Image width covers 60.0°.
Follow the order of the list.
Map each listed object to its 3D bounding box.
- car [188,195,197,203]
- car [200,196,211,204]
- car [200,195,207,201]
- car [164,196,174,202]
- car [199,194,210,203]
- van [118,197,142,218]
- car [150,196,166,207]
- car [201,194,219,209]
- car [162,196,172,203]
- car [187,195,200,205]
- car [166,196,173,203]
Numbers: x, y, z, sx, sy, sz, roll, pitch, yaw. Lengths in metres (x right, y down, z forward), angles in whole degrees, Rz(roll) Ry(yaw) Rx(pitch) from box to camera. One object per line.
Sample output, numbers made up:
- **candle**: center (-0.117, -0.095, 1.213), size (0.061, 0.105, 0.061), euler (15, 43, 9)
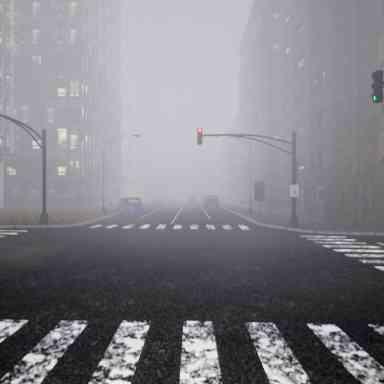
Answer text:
- **car**: center (0.097, 1.453, 70.122), size (1.837, 1.490, 4.892), euler (0, 0, 0)
- **car**: center (2.784, 1.653, 69.474), size (2.008, 1.369, 4.403), euler (0, 0, 0)
- **car**: center (3.123, 1.648, 90.189), size (1.837, 1.490, 4.892), euler (0, 0, 0)
- **car**: center (-5.582, 1.674, 80.587), size (2.008, 1.369, 4.403), euler (0, 0, 0)
- **car**: center (2.790, 1.427, 75.025), size (2.192, 1.841, 5.009), euler (0, 0, 0)
- **van**: center (-5.649, 1.379, 30.628), size (1.690, 1.788, 3.998), euler (0, 0, 0)
- **car**: center (-5.619, 1.598, 52.662), size (1.752, 1.417, 4.829), euler (0, 0, 0)
- **car**: center (2.754, 1.379, 47.271), size (2.192, 1.841, 5.009), euler (0, 0, 0)
- **car**: center (-5.590, 1.637, 74.865), size (1.752, 1.417, 4.829), euler (0, 0, 0)
- **car**: center (0.086, 1.686, 60.146), size (1.895, 1.301, 4.718), euler (0, 0, 0)
- **car**: center (-5.597, 1.542, 69.484), size (1.967, 1.590, 4.097), euler (0, 0, 0)
